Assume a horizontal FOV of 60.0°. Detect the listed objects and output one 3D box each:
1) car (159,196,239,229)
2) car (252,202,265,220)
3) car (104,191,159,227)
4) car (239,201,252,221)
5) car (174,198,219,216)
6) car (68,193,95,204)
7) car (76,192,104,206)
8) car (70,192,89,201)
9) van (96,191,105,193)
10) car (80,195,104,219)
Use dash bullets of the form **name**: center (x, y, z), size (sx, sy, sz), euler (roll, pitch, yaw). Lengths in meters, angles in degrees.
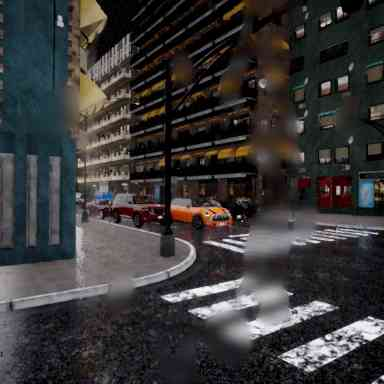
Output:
- **car**: center (0.294, 1.127, 19.894), size (2.097, 1.767, 4.553), euler (1, 0, -37)
- **car**: center (3.588, 1.353, 25.192), size (1.947, 1.339, 4.313), euler (2, 0, -36)
- **car**: center (-3.217, 1.034, 20.312), size (2.192, 1.841, 5.009), euler (2, 0, -36)
- **car**: center (1.629, 1.276, 23.443), size (1.837, 1.490, 4.892), euler (0, 1, -36)
- **car**: center (0.323, 1.289, 29.705), size (1.802, 1.307, 4.206), euler (2, 0, -36)
- **car**: center (-15.871, 0.887, 47.575), size (2.033, 1.411, 5.357), euler (1, 1, -36)
- **car**: center (-11.694, 1.005, 36.434), size (1.812, 1.442, 4.674), euler (1, 0, -36)
- **car**: center (-19.267, 0.770, 56.784), size (1.887, 1.381, 4.507), euler (2, 0, -36)
- **van**: center (-12.733, 0.727, 47.759), size (1.690, 1.788, 3.998), euler (2, 0, -36)
- **car**: center (-6.489, 1.183, 24.825), size (1.887, 1.381, 4.507), euler (2, 0, -36)
